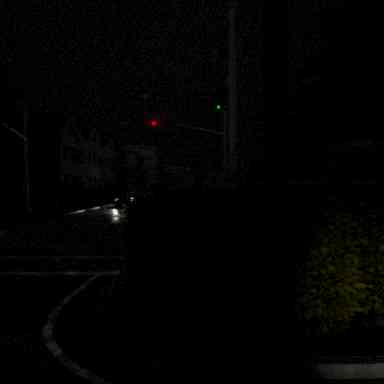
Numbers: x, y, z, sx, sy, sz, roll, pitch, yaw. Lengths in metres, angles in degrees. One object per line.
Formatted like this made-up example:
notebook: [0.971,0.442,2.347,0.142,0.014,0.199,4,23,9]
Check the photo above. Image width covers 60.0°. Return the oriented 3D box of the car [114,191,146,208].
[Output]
car: [-6.567,0.693,34.635,2.097,1.767,4.553,-1,1,2]

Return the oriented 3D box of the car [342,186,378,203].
car: [19.594,0.274,39.003,1.932,1.855,4.605,-1,1,2]

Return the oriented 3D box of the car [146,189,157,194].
car: [-6.194,0.699,43.514,1.837,1.490,4.892,-1,1,3]

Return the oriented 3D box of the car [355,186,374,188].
car: [16.029,0.416,31.258,1.905,1.878,3.866,-1,1,2]

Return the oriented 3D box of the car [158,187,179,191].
car: [-2.561,0.385,42.985,2.150,2.045,5.566,-1,1,2]
